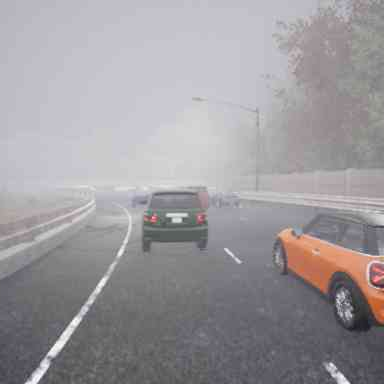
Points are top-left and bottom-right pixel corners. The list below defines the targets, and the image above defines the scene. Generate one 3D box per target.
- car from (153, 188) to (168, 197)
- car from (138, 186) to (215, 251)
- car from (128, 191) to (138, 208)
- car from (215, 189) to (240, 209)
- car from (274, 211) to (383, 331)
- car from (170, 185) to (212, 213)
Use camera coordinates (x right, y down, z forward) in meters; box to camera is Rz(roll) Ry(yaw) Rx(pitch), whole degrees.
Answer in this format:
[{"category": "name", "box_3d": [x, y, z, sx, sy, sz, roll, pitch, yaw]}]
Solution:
[{"category": "car", "box_3d": [-5.436, 0.024, 57.482, 1.994, 1.385, 4.181, 0, 2, -14]}, {"category": "car", "box_3d": [-0.780, 0.877, 12.695, 2.150, 2.045, 5.566, 0, 2, -7]}, {"category": "car", "box_3d": [-4.948, 0.629, 31.677, 1.882, 1.535, 5.008, 0, 2, -17]}, {"category": "car", "box_3d": [2.689, 0.676, 30.179, 2.128, 1.511, 4.902, 0, 2, -15]}, {"category": "car", "box_3d": [3.237, 1.164, 6.713, 2.097, 1.767, 4.553, 0, 2, -4]}, {"category": "car", "box_3d": [-0.212, 0.469, 27.932, 2.150, 2.045, 5.566, 0, 2, -16]}]
